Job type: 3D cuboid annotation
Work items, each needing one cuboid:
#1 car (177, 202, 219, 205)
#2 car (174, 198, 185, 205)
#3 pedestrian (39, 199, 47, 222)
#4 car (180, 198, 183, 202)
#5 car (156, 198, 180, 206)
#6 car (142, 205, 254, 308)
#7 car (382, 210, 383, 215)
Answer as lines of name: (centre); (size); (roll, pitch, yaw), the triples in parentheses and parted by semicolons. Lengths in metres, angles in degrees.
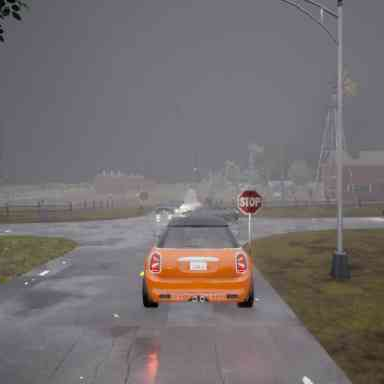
car: (1.253, 1.560, 23.867); (4.181, 1.385, 1.994); (-2, 0, 1)
car: (-2.589, 1.902, 68.290); (1.994, 1.385, 4.181); (0, -1, 1)
pedestrian: (-12.088, 1.466, 26.978); (0.375, 1.860, 0.375); (0, 2, 0)
car: (-2.725, 1.687, 46.320); (1.994, 1.385, 4.181); (0, 0, 0)
car: (-2.794, 1.614, 36.483); (2.033, 1.411, 5.357); (0, 0, 1)
car: (0.119, 1.354, 8.100); (2.097, 1.767, 4.553); (0, 0, 0)
car: (16.013, 1.219, 23.738); (4.181, 1.385, 1.994); (-1, 1, 1)
